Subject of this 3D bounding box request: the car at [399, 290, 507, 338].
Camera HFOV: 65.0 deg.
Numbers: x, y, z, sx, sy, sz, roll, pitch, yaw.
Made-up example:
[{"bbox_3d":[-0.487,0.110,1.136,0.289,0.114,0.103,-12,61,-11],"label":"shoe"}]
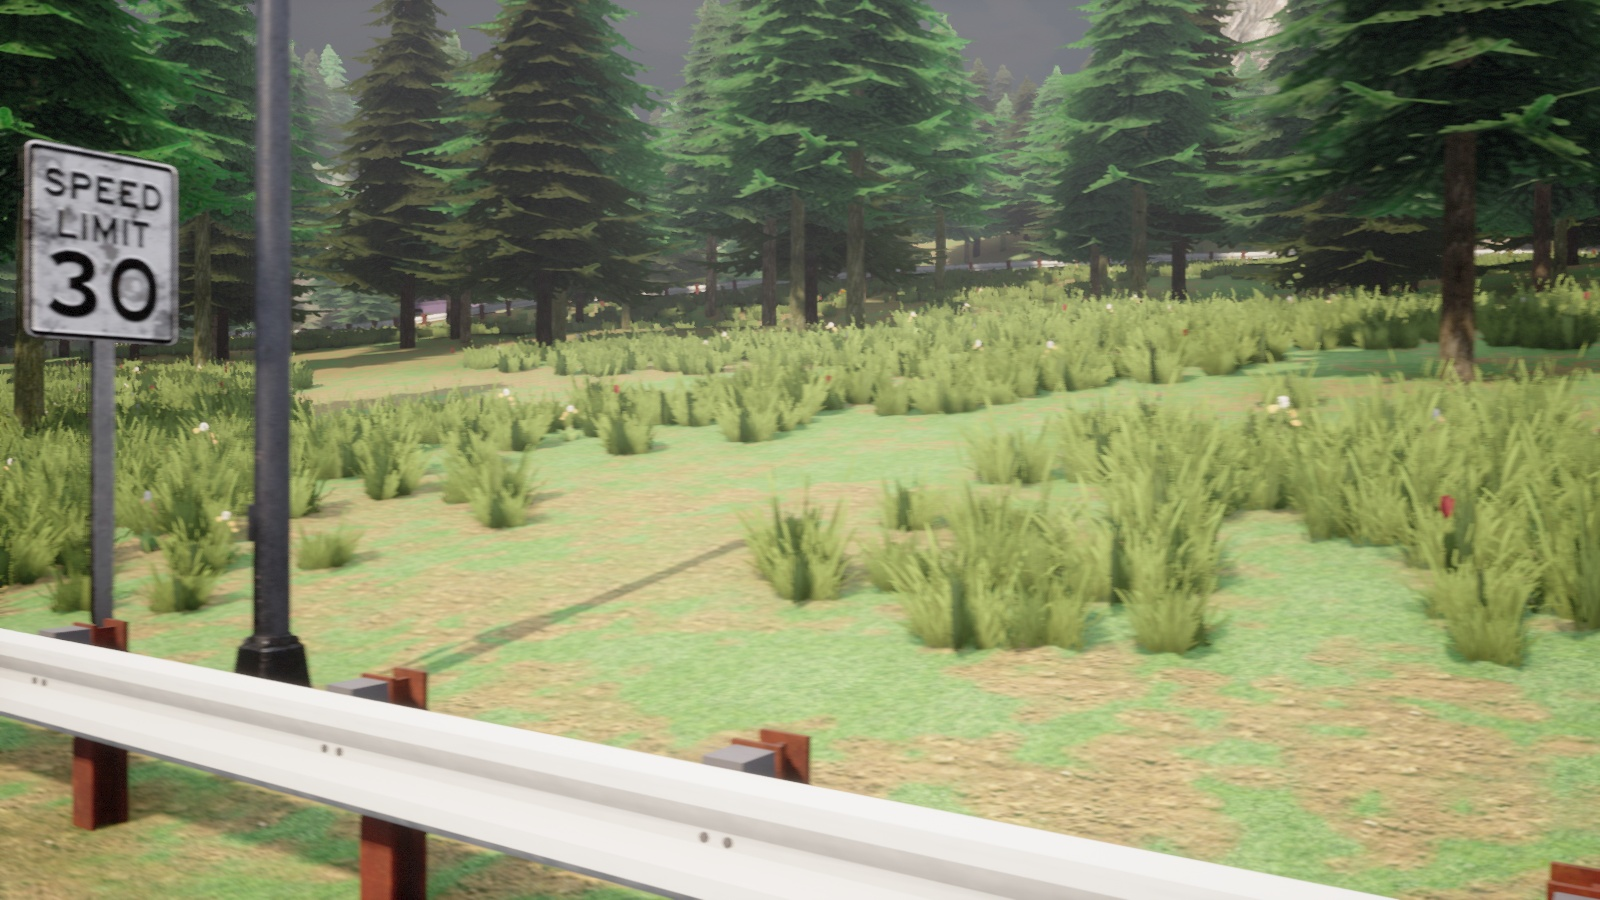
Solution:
[{"bbox_3d":[-17.345,-6.774,62.723,4.856,1.649,2.033,-5,-1,22],"label":"car"}]
